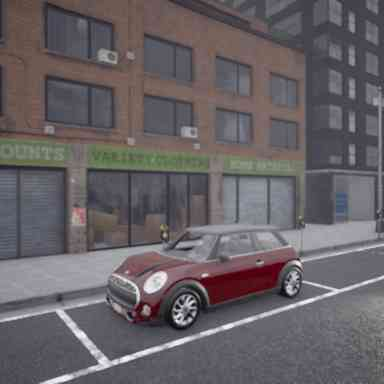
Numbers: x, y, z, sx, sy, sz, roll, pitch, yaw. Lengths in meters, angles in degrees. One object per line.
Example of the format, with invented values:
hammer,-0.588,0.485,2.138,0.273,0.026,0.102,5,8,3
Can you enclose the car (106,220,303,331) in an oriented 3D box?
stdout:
car,0.359,1.431,6.799,4.097,1.590,1.967,0,0,-36
